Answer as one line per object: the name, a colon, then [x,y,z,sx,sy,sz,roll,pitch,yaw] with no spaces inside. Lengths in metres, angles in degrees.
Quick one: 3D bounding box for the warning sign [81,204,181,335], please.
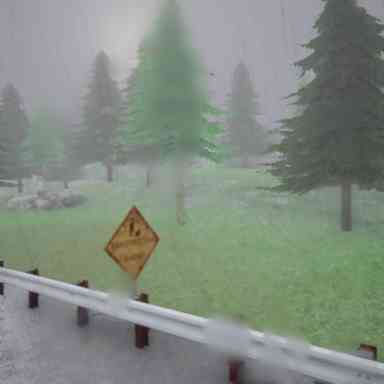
warning sign: [-1.013,1.153,5.680,1.060,1.860,1.300,-1,0,36]
